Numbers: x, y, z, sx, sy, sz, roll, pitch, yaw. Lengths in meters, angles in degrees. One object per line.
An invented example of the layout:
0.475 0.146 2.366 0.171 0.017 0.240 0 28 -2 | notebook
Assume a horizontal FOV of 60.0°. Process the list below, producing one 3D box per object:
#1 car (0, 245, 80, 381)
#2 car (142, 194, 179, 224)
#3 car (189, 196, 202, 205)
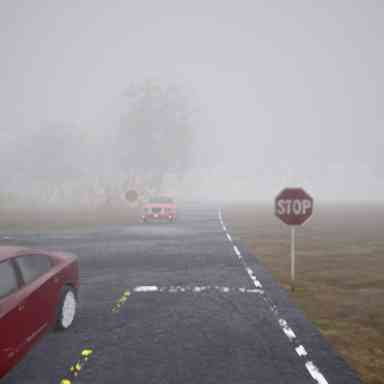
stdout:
-2.949 1.476 3.954 1.882 1.535 5.008 0 0 1 | car
-2.261 1.210 25.066 2.150 2.045 5.566 0 0 3 | car
0.593 1.426 58.076 1.994 1.385 4.181 0 0 7 | car
